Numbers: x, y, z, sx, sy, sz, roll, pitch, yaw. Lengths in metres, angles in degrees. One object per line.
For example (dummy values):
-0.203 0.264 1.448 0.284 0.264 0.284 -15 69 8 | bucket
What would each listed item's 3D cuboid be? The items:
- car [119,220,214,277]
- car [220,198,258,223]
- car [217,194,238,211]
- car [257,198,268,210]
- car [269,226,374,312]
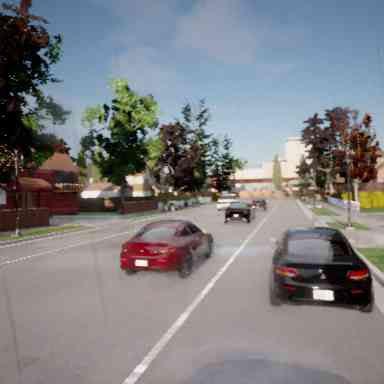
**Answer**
-0.614 1.601 10.487 1.812 1.442 4.674 -1 0 16 | car
3.847 1.535 26.271 1.882 1.535 5.008 -1 0 16 | car
4.611 1.284 41.890 2.150 2.045 5.566 -1 0 16 | car
8.428 1.486 41.747 1.837 1.490 4.892 -1 0 16 | car
2.783 1.518 7.657 1.812 1.442 4.674 -1 0 16 | car
